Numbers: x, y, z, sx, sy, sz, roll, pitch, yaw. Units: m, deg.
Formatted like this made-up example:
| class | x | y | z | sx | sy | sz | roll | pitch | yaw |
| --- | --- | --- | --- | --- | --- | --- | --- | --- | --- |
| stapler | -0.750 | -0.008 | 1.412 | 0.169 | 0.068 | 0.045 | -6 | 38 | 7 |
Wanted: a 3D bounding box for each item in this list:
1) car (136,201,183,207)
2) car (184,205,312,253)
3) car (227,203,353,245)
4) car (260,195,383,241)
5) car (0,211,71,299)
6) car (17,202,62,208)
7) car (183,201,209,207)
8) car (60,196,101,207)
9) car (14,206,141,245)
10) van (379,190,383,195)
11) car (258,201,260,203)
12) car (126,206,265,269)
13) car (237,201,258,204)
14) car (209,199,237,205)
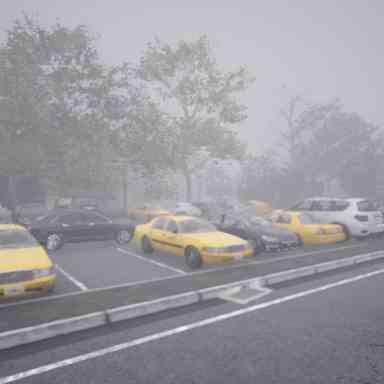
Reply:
| class | x | y | z | sx | sy | sz | roll | pitch | yaw |
| --- | --- | --- | --- | --- | --- | --- | --- | --- | --- |
| car | -3.199 | 1.522 | 25.560 | 1.946 | 1.575 | 5.366 | 0 | 0 | -35 |
| car | 1.948 | 1.521 | 13.418 | 2.231 | 1.521 | 4.892 | 0 | 0 | -35 |
| car | 4.113 | 1.526 | 15.165 | 1.946 | 1.575 | 5.366 | 0 | 0 | -35 |
| car | 6.473 | 1.288 | 16.638 | 2.435 | 2.045 | 5.566 | 0 | 0 | -35 |
| car | -4.845 | 1.490 | 8.391 | 1.946 | 1.575 | 5.366 | 0 | 0 | -35 |
| car | -10.078 | 1.525 | 20.898 | 2.163 | 1.488 | 4.792 | 0 | 0 | -35 |
| car | -1.040 | 1.574 | 27.307 | 2.002 | 1.452 | 4.674 | 0 | 0 | -35 |
| car | -7.847 | 1.254 | 22.542 | 2.435 | 2.045 | 5.566 | 0 | 0 | -35 |
| car | -4.651 | 1.525 | 14.189 | 4.892 | 1.490 | 1.837 | 0 | 0 | -35 |
| van | 27.704 | 0.647 | 47.760 | 1.878 | 1.987 | 4.442 | 0 | 1 | -35 |
| car | 5.650 | 1.562 | 32.025 | 2.097 | 1.535 | 5.008 | 0 | 0 | -35 |
| car | -0.210 | 1.507 | 11.661 | 1.946 | 1.575 | 5.366 | 0 | 0 | -35 |
| car | 3.365 | 1.427 | 30.457 | 2.185 | 1.767 | 4.553 | 0 | 0 | -35 |
| car | 1.238 | 1.573 | 28.882 | 2.163 | 1.488 | 4.792 | 0 | 0 | -35 |
